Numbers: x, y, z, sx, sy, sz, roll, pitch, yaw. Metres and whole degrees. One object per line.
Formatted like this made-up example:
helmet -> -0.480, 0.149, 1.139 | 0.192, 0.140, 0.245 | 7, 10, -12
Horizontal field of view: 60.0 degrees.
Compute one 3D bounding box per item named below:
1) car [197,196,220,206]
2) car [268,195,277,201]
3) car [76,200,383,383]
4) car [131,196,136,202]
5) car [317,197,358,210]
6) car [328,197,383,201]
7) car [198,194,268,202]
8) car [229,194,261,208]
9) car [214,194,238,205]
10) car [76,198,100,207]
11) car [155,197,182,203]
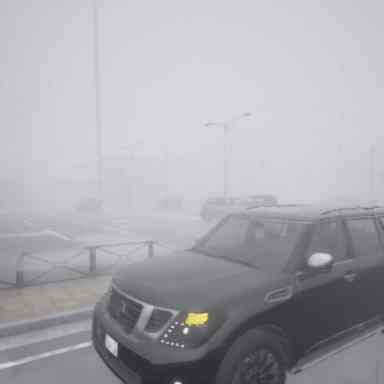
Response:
car -> 2.671, 1.495, 54.832 | 1.970, 1.475, 3.806 | 0, 0, -36
car -> 4.668, 1.159, 24.541 | 1.905, 1.878, 3.866 | 0, 0, -36
car -> 1.435, 1.238, 5.007 | 5.566, 2.045, 2.150 | 1, 0, -35
car -> -13.487, 1.609, 84.307 | 4.611, 1.667, 2.242 | 0, 0, -36
car -> 19.061, 1.476, 43.787 | 2.007, 1.523, 4.514 | 0, 0, -36
car -> 15.104, 1.292, 31.943 | 2.152, 1.636, 5.027 | 0, 0, -36
car -> 2.537, 1.167, 22.524 | 1.932, 1.855, 4.605 | 0, 0, -36
car -> 7.608, 1.238, 47.938 | 1.932, 1.855, 4.605 | 0, 0, -36
car -> 5.738, 1.226, 56.257 | 1.905, 1.878, 3.866 | 0, 0, -36
car -> -11.140, 1.361, 35.566 | 1.845, 1.501, 3.633 | 0, 0, -36
car -> -2.965, 1.383, 41.312 | 2.007, 1.523, 4.514 | 0, 0, -36
